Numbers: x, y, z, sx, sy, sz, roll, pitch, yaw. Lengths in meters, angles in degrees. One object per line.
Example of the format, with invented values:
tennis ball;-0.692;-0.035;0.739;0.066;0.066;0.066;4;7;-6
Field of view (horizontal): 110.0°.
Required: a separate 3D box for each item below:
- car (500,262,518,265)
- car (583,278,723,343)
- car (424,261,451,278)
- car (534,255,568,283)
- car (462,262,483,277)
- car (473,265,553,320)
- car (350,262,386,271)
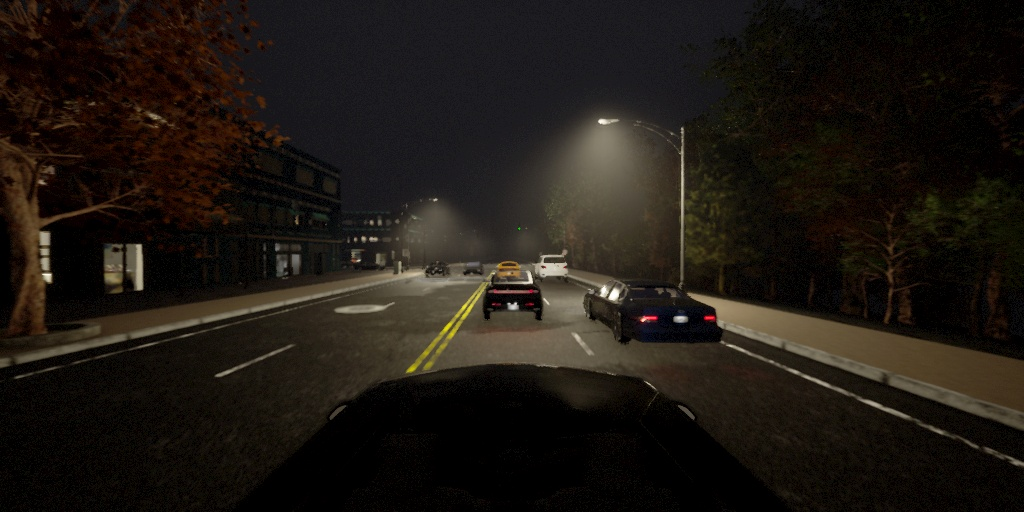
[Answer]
car;-0.267;1.211;29.762;1.882;1.535;5.008;0;0;-1
car;3.297;1.292;9.584;2.033;1.411;5.357;0;0;-1
car;-7.020;1.239;34.263;1.837;1.490;4.892;0;-1;-1
car;3.011;0.954;28.185;2.150;2.045;5.566;0;0;-1
car;-3.793;1.277;36.243;2.033;1.411;5.357;0;0;-1
car;0.002;1.234;12.569;2.128;1.511;4.902;0;0;-1
car;-20.689;1.540;52.323;4.313;1.339;1.948;0;0;-1
